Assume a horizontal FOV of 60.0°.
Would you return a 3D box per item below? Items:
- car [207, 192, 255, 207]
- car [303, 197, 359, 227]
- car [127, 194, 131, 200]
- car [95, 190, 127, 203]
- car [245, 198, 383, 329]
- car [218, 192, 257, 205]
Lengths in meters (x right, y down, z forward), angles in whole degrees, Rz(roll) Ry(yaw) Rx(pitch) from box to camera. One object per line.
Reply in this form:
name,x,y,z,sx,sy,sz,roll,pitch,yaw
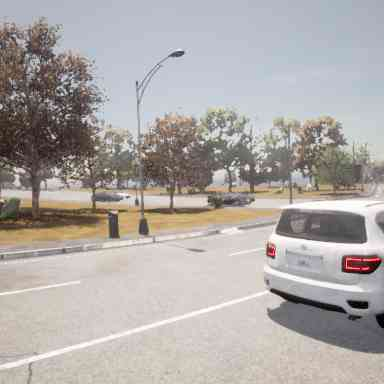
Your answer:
car,3.980,0.831,36.835,4.902,1.511,2.128,0,3,33
car,8.965,1.166,21.210,1.812,1.442,4.674,0,2,42
car,-11.380,0.449,50.936,4.674,1.442,1.812,2,4,33
car,-11.966,0.659,47.151,4.674,1.442,1.812,2,4,33
car,3.852,1.174,6.995,5.566,2.045,2.150,-1,0,-39
car,5.434,0.742,40.062,4.181,1.385,1.994,0,3,33
